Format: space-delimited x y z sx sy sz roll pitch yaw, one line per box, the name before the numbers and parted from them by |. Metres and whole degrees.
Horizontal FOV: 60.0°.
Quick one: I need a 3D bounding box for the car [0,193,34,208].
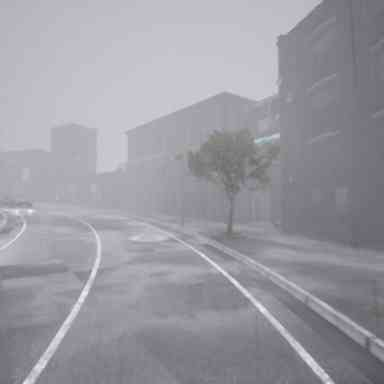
car | -17.865 0.853 33.791 2.033 1.411 5.357 3 0 -45
